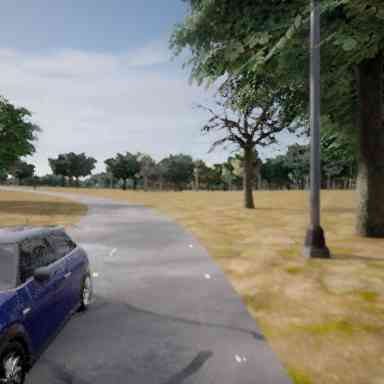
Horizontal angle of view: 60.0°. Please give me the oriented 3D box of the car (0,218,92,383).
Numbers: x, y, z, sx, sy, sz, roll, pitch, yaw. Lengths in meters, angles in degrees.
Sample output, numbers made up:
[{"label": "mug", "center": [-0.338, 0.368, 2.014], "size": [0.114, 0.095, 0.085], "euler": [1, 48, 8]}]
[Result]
[{"label": "car", "center": [-2.913, 1.361, 4.636], "size": [2.097, 1.767, 4.553], "euler": [0, 0, -3]}]
